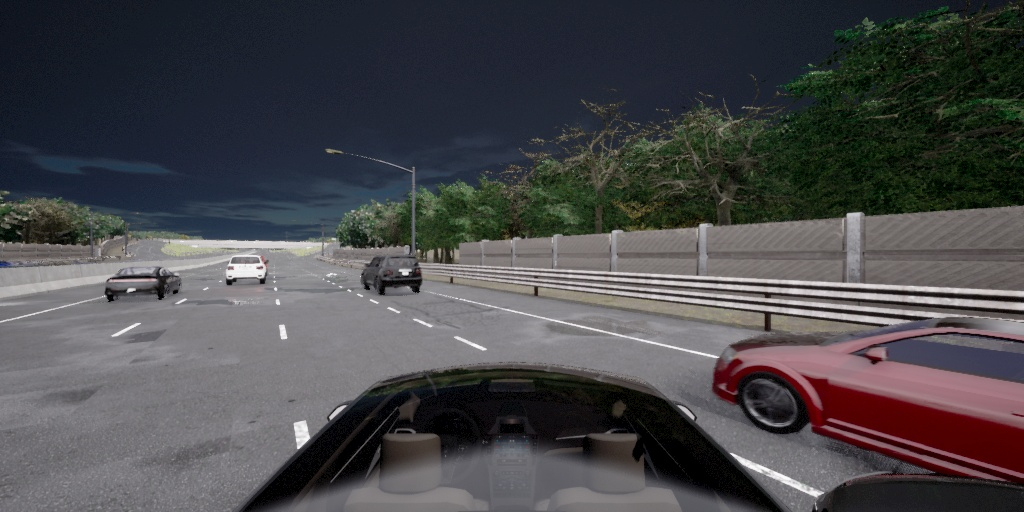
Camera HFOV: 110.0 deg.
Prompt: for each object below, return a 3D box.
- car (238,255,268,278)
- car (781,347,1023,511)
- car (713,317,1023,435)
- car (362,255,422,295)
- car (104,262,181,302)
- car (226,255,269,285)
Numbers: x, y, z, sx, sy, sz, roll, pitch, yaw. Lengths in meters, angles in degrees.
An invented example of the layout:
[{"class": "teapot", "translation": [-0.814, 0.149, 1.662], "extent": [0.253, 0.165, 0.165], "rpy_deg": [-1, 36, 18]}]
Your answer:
[{"class": "car", "translation": [-25.264, 0.947, 35.092], "extent": [2.150, 2.045, 5.566], "rpy_deg": [0, 0, -34]}, {"class": "car", "translation": [2.987, 1.315, 0.391], "extent": [4.181, 1.385, 1.994], "rpy_deg": [0, 0, 34]}, {"class": "car", "translation": [4.412, 1.314, 3.562], "extent": [1.994, 1.385, 4.181], "rpy_deg": [0, 0, -34]}, {"class": "car", "translation": [-6.870, 0.967, 20.239], "extent": [2.150, 2.045, 5.566], "rpy_deg": [0, 0, -34]}, {"class": "car", "translation": [-17.452, 1.235, 17.156], "extent": [2.128, 1.511, 4.902], "rpy_deg": [0, 0, -34]}, {"class": "car", "translation": [-19.273, 0.957, 26.139], "extent": [2.150, 2.045, 5.566], "rpy_deg": [0, 0, -34]}]
